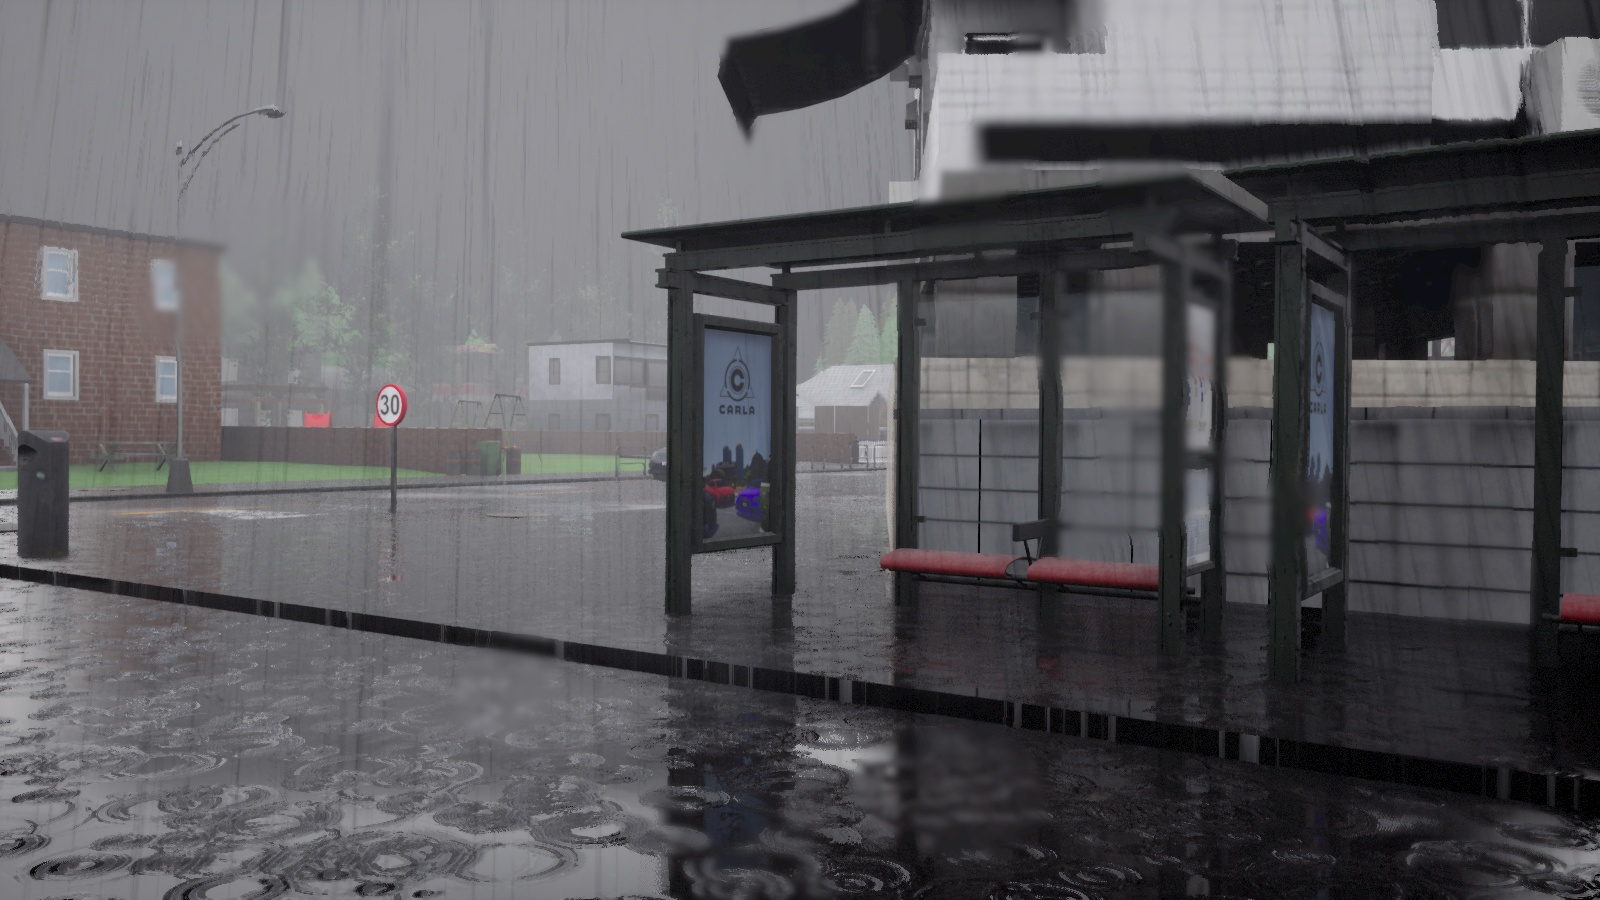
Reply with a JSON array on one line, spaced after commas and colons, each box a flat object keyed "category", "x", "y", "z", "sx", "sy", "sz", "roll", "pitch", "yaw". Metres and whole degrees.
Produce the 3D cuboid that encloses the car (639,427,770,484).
[{"category": "car", "x": -2.811, "y": 0.138, "z": 37.851, "sx": 1.851, "sy": 1.617, "sz": 3.988, "roll": 0, "pitch": 1, "yaw": 34}]
